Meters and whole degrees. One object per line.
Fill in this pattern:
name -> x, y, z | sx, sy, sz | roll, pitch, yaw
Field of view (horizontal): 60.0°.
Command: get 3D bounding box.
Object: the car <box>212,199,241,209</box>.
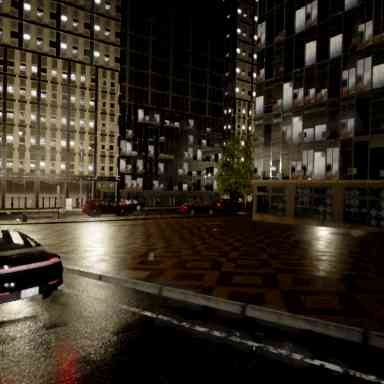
car -> 5.581, 1.872, 53.343 | 4.313, 1.339, 1.947 | 1, 1, -34

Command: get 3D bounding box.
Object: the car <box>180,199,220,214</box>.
car -> 0.672, 1.966, 40.437 | 4.507, 1.381, 1.887 | 1, 1, -34

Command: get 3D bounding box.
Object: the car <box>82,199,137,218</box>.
car -> -8.679, 1.645, 34.031 | 5.009, 1.841, 2.192 | 1, 1, -34

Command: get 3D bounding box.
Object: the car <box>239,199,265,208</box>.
car -> 10.259, 1.934, 56.545 | 4.206, 1.307, 1.802 | 1, 1, -34

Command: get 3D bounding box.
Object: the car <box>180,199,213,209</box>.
car -> 0.763, 1.784, 50.045 | 4.829, 1.417, 1.752 | 1, 1, -34

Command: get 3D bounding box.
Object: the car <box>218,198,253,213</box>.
car -> 5.356, 1.782, 43.635 | 5.009, 1.841, 2.192 | 1, 1, -34

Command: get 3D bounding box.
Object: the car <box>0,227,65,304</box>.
car -> -4.723, 1.489, 7.055 | 4.902, 1.511, 2.128 | 0, 0, 36

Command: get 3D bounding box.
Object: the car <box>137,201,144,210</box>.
car -> -8.454, 1.720, 43.739 | 4.403, 1.369, 2.008 | 1, 1, -34
